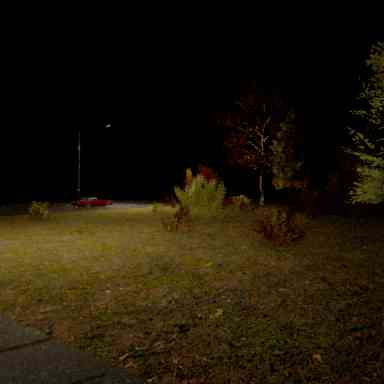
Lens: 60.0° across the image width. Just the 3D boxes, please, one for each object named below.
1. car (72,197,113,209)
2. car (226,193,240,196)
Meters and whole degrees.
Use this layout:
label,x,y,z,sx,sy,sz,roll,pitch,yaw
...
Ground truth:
label,x,y,z,sx,sy,sz,roll,pitch,yaw
car,-12.027,1.301,40.457,1.895,1.301,4.718,2,2,40
car,8.477,0.867,64.803,2.128,1.511,4.902,2,2,39
